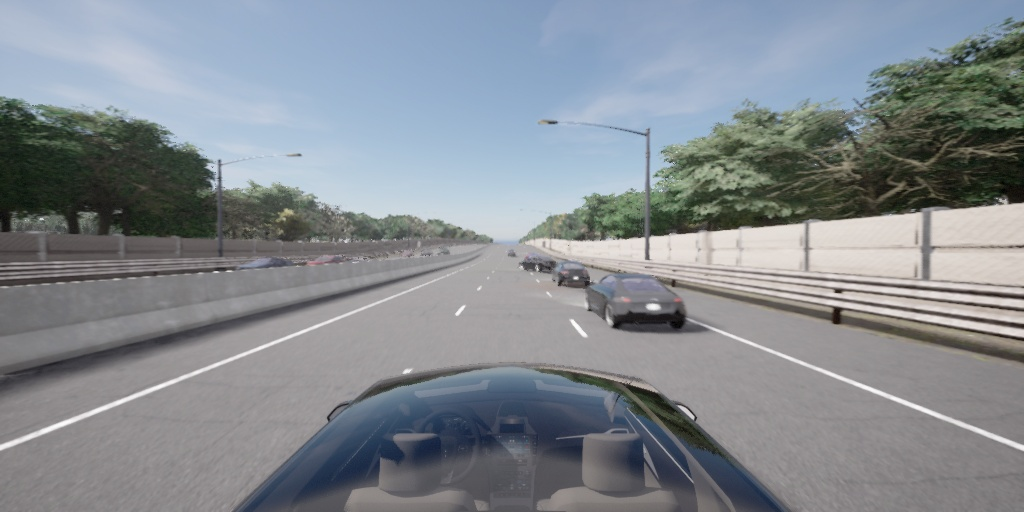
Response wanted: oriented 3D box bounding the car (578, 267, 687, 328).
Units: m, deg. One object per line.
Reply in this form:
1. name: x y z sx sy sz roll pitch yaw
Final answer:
1. car: 3.491 1.195 10.864 1.994 1.385 4.181 0 1 0

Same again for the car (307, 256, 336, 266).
1. car: -17.596 0.732 34.285 1.882 1.535 5.008 0 1 0

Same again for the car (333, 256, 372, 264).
1. car: -14.104 0.879 32.977 1.895 1.301 4.718 0 1 0

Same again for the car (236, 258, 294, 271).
1. car: -21.107 0.859 31.013 2.033 1.411 5.357 0 1 0

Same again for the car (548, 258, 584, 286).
1. car: 3.481 0.996 21.864 1.812 1.442 4.674 0 1 0

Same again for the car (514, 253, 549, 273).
1. car: 2.406 0.761 34.372 1.837 1.490 4.892 0 1 -28
